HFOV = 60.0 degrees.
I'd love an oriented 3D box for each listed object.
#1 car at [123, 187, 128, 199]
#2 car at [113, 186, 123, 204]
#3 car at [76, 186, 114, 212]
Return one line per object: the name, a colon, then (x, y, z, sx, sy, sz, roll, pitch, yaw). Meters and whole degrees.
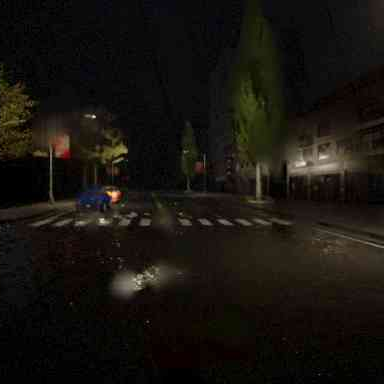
car: (-9.752, 0.112, 43.278, 1.882, 1.535, 5.008, 0, 1, -8)
car: (-8.391, 0.216, 33.400, 2.097, 1.767, 4.553, 0, 1, -7)
car: (-7.116, 0.573, 24.275, 1.882, 1.535, 5.008, 0, 1, -7)
